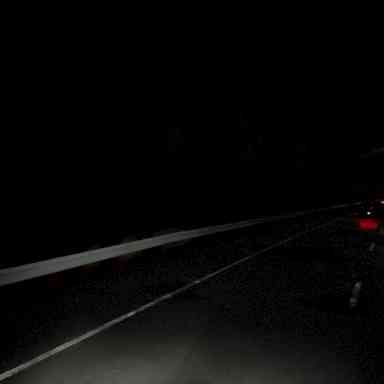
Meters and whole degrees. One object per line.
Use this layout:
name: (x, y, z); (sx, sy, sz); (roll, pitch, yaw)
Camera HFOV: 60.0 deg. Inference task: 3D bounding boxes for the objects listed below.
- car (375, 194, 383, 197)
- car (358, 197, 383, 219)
car: (22.142, 1.221, 38.118); (2.150, 2.045, 5.566); (0, 0, 36)
car: (16.079, 1.505, 29.588); (1.837, 1.490, 4.892); (0, 0, 35)
